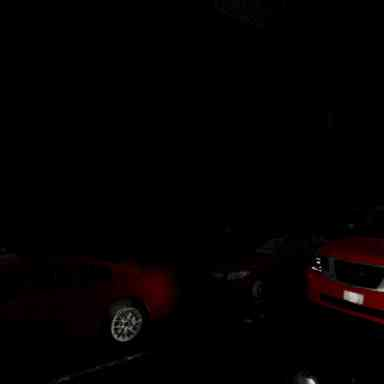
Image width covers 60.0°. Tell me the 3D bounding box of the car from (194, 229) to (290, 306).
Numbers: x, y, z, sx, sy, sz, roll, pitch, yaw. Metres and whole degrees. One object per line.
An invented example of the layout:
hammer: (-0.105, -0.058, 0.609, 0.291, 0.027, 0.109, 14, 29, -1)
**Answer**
car: (2.013, 1.584, 7.978, 4.206, 1.307, 1.802, 0, 0, -36)

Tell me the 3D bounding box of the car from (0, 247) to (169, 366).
car: (-2.481, 1.545, 4.764, 4.507, 1.381, 1.887, 0, 0, -36)

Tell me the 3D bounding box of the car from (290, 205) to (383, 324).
car: (4.643, 1.224, 6.594, 5.566, 2.045, 2.150, 0, 0, -36)
